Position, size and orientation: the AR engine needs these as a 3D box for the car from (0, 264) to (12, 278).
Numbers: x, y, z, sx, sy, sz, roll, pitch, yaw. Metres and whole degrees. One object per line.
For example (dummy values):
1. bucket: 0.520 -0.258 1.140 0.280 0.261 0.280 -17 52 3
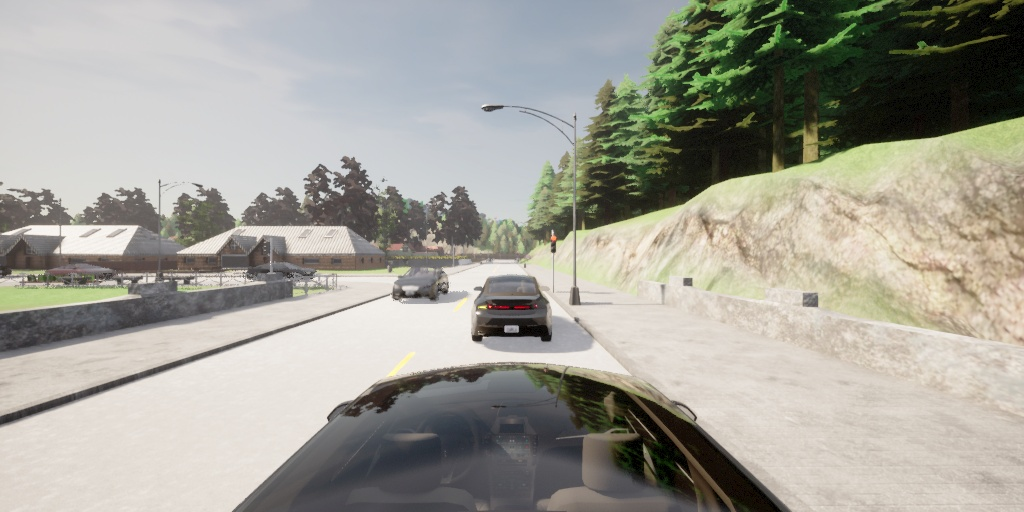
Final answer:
1. car: -48.130 1.225 32.051 5.008 1.535 1.882 0 0 0

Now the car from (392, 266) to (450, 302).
1. car: -4.169 1.240 17.066 2.128 1.511 4.902 0 0 0

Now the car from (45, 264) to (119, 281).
1. car: -33.606 1.313 28.036 4.181 1.385 1.994 0 0 0

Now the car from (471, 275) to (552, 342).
1. car: -0.009 1.254 9.792 1.837 1.490 4.892 0 0 0

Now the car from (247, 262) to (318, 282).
1. car: -17.922 1.226 28.166 5.008 1.535 1.882 0 0 0
